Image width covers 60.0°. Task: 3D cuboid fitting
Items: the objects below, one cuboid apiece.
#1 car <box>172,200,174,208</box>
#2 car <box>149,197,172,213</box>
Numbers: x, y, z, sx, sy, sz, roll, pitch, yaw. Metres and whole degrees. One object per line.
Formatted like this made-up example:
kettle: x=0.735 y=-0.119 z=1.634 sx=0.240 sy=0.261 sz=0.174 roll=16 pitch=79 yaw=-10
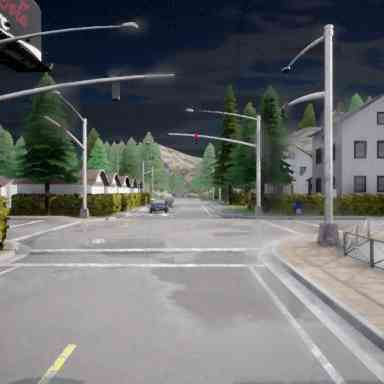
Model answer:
car: x=-3.591 y=1.505 z=47.085 sx=1.837 sy=1.490 sz=4.892 roll=0 pitch=0 yaw=0
car: x=-3.597 y=1.526 z=37.117 sx=1.812 sy=1.442 sz=4.674 roll=0 pitch=0 yaw=0
